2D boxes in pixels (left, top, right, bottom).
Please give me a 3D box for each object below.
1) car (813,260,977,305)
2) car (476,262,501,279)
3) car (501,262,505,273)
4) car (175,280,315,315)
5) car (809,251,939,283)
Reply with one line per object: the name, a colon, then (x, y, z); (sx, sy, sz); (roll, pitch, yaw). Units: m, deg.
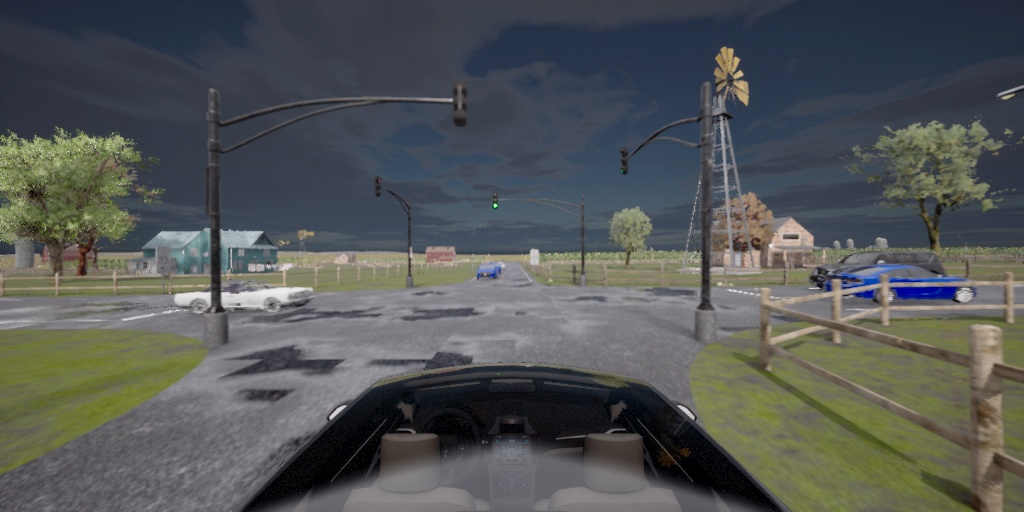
car: (15.792, 1.105, 14.711); (5.008, 1.535, 1.882); (-1, 1, 1)
car: (-2.467, 1.535, 36.737); (1.882, 1.535, 5.008); (0, -1, 2)
car: (-2.379, 1.640, 48.660); (1.882, 1.535, 5.008); (0, 0, 0)
car: (-10.954, 1.654, 14.988); (4.718, 1.301, 1.895); (-1, 1, 1)
car: (18.507, 0.771, 18.282); (5.566, 2.045, 2.150); (-1, 1, 1)
